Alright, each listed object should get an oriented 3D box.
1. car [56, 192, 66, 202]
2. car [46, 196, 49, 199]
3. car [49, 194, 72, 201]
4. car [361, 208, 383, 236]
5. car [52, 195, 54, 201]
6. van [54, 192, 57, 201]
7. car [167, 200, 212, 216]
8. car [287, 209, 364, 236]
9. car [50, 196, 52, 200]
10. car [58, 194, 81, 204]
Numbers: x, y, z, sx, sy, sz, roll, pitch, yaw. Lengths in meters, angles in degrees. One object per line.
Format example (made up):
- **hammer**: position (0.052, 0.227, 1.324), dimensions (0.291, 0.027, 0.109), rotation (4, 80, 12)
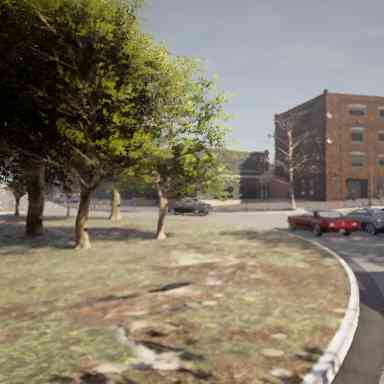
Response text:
- **car**: position (-25.256, 1.460, 69.180), dimensions (4.553, 1.767, 2.185), rotation (0, 0, -28)
- **car**: position (-32.986, 1.198, 83.960), dimensions (5.566, 2.045, 2.435), rotation (0, 1, -28)
- **car**: position (-34.136, 1.421, 86.498), dimensions (5.366, 1.575, 1.946), rotation (0, 1, -28)
- **car**: position (10.068, 1.605, 18.992), dimensions (1.994, 1.385, 4.181), rotation (0, 0, -9)
- **car**: position (-29.123, 1.400, 76.574), dimensions (4.553, 1.767, 2.185), rotation (0, 1, -28)
- **van**: position (-26.735, 1.345, 71.688), dimensions (4.442, 1.987, 1.878), rotation (0, 0, -28)
- **car**: position (-0.325, 1.606, 33.925), dimensions (4.902, 1.511, 2.128), rotation (-1, -1, 32)
- **car**: position (7.095, 1.648, 18.606), dimensions (1.895, 1.301, 4.718), rotation (0, 0, -9)
- **car**: position (-30.501, 1.499, 79.132), dimensions (5.008, 1.535, 2.097), rotation (0, 1, -28)
- **car**: position (-22.792, 1.634, 64.336), dimensions (4.792, 1.488, 2.163), rotation (0, 0, -28)
